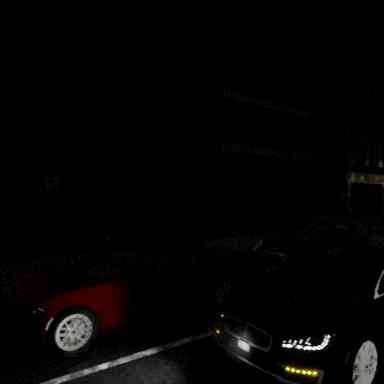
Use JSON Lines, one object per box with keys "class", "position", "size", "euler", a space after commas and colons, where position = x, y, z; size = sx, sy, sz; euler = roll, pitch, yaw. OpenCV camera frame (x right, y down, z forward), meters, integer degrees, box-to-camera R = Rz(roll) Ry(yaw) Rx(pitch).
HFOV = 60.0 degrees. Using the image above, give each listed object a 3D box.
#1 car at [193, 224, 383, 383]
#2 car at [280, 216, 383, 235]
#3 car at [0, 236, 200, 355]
{"class": "car", "position": [2.572, 1.509, 5.204], "size": [4.892, 1.490, 1.837], "euler": [0, 0, -35]}
{"class": "car", "position": [3.545, 1.447, 9.282], "size": [4.097, 1.590, 1.967], "euler": [0, 1, -36]}
{"class": "car", "position": [-0.918, 1.547, 6.098], "size": [4.507, 1.381, 1.887], "euler": [0, 1, -36]}
